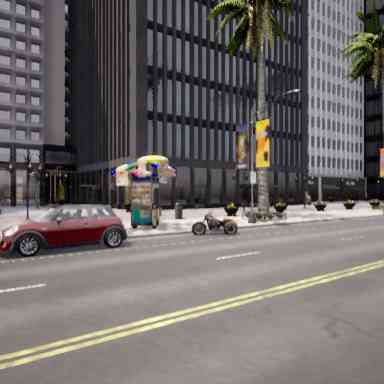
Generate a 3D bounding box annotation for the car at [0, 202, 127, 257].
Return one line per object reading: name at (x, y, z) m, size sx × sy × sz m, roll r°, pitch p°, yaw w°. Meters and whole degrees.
car at (-4.906, 1.297, 12.774) m, size 4.553 × 1.767 × 2.185 m, roll 0°, pitch 0°, yaw -35°
